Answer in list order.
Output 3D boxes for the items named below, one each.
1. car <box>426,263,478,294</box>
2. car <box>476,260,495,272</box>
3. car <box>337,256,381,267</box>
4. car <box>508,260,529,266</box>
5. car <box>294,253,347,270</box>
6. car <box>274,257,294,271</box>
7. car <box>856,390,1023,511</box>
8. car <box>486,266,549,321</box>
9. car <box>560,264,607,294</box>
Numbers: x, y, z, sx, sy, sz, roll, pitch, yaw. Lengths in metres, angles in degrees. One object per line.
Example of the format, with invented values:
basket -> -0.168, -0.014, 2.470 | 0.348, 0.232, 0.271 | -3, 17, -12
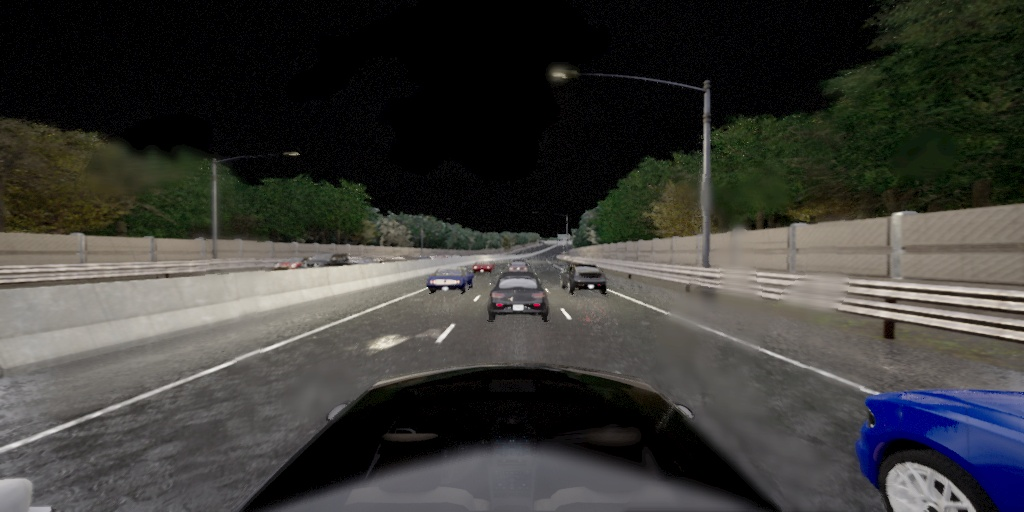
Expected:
car -> -3.195, 1.273, 19.619 | 1.895, 1.301, 4.718 | 0, 0, 1
car -> -2.774, 1.086, 36.335 | 1.895, 1.301, 4.718 | 0, 1, 2
car -> -13.569, 1.011, 33.086 | 2.128, 1.511, 4.902 | 0, 1, 2
car -> 0.598, 1.084, 32.459 | 2.033, 1.411, 5.357 | 0, 1, 1
car -> -17.076, 0.737, 33.142 | 2.150, 2.045, 5.566 | 0, 1, 2
car -> -20.528, 0.849, 34.461 | 2.097, 1.767, 4.553 | 0, 1, 2
car -> 3.618, 1.229, 0.694 | 1.882, 1.535, 5.008 | 0, 0, 0
car -> 0.208, 1.248, 12.215 | 1.812, 1.442, 4.674 | 0, 0, 1
car -> 3.806, 1.182, 19.504 | 1.837, 1.490, 4.892 | 0, 0, 1
